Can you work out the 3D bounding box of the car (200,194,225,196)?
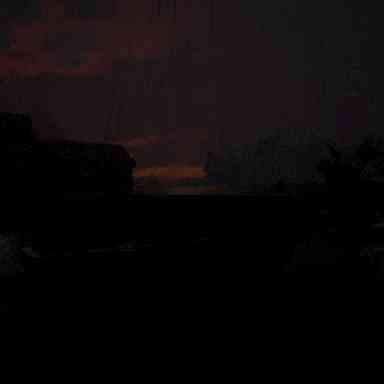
[{"bbox_3d":[2.548,1.220,31.871,2.150,2.045,5.566,0,0,-36],"label":"car"}]
